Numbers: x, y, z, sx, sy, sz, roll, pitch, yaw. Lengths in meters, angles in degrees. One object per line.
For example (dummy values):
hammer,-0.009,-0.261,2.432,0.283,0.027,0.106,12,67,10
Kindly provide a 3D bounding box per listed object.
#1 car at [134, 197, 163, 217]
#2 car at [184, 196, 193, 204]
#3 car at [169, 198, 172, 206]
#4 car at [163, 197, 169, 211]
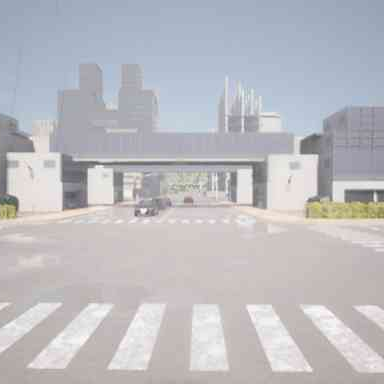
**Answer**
car,-4.318,1.513,31.850,2.128,1.511,4.902,0,0,0
car,-0.700,1.505,66.862,1.882,1.535,5.008,0,0,0
car,-4.328,1.551,54.167,1.812,1.442,4.674,0,0,0
car,-4.337,1.528,41.762,1.837,1.490,4.892,0,0,0
